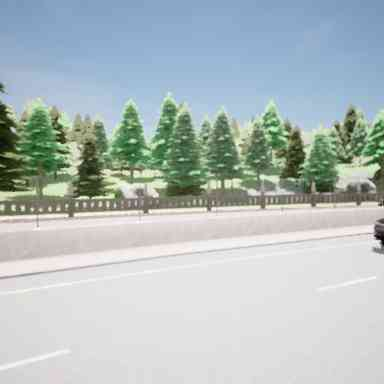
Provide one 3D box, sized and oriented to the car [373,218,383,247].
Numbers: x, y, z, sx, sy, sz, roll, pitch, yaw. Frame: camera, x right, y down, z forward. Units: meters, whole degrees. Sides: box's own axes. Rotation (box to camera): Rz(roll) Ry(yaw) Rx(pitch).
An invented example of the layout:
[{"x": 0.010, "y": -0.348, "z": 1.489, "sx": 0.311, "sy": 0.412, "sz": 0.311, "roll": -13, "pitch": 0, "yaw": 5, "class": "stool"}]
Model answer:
[{"x": 8.743, "y": 1.287, "z": 11.968, "sx": 4.902, "sy": 1.511, "sz": 2.128, "roll": -1, "pitch": 0, "yaw": -25, "class": "car"}]
